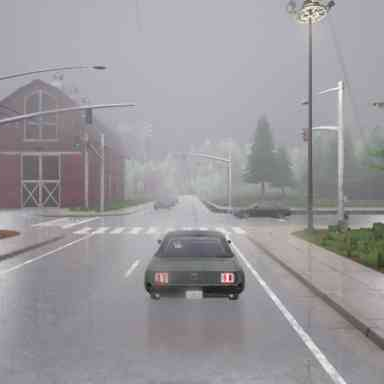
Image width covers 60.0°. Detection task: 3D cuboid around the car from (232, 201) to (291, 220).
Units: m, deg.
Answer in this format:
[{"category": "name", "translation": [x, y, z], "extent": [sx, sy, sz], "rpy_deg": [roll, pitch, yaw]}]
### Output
[{"category": "car", "translation": [5.625, 1.503, 26.962], "extent": [4.674, 1.442, 1.812], "rpy_deg": [0, 0, -1]}]

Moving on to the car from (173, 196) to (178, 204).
[{"category": "car", "translation": [-3.611, 1.505, 52.171], "extent": [1.837, 1.490, 4.892], "rpy_deg": [0, 0, 0]}]

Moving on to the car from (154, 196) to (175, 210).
[{"category": "car", "translation": [-3.614, 1.564, 42.150], "extent": [1.994, 1.385, 4.181], "rpy_deg": [0, 0, 0]}]

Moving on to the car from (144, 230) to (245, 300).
[{"category": "car", "translation": [0.063, 1.601, 8.339], "extent": [1.895, 1.301, 4.718], "rpy_deg": [0, 0, 0]}]
